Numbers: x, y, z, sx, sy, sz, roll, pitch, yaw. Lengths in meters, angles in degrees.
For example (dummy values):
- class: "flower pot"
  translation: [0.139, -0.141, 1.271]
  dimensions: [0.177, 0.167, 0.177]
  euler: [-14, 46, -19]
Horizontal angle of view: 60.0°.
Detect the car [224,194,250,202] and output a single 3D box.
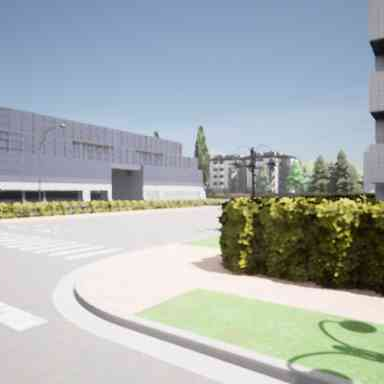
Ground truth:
- class: "car"
  translation: [6.529, 1.294, 47.259]
  dimensions: [2.150, 2.045, 5.566]
  euler: [0, 0, 34]
